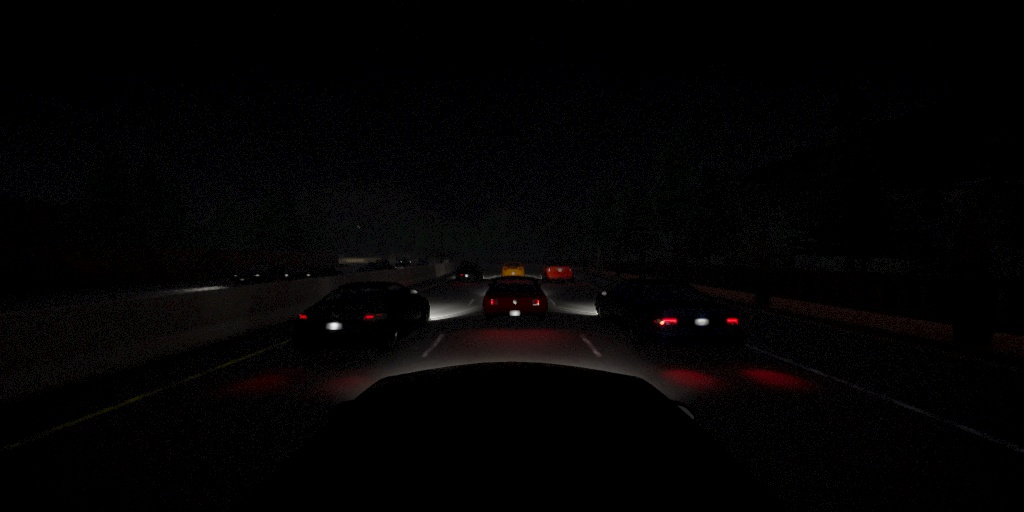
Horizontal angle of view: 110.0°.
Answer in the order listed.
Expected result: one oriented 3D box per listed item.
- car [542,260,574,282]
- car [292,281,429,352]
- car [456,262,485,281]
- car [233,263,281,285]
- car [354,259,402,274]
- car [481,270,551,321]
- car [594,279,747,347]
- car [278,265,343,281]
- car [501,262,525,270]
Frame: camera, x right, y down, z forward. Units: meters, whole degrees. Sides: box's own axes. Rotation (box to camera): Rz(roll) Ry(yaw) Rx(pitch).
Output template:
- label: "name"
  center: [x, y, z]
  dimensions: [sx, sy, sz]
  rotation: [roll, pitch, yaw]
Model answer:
- label: "car"
  center: [3.593, 1.089, 28.897]
  dimensions: [2.097, 1.767, 4.553]
  rotation: [0, 0, 0]
- label: "car"
  center: [-3.411, 1.311, 8.894]
  dimensions: [1.994, 1.385, 4.181]
  rotation: [0, 0, 0]
- label: "car"
  center: [-3.407, 1.241, 29.299]
  dimensions: [1.837, 1.490, 4.892]
  rotation: [0, 0, 0]
- label: "car"
  center: [-17.606, 1.263, 25.763]
  dimensions: [1.812, 1.442, 4.674]
  rotation: [0, 0, 0]
- label: "car"
  center: [-10.630, 1.228, 27.951]
  dimensions: [2.128, 1.511, 4.902]
  rotation: [0, 0, 0]
- label: "car"
  center: [0.095, 1.346, 12.449]
  dimensions: [1.895, 1.301, 4.718]
  rotation: [0, 0, 0]
- label: "car"
  center: [3.593, 1.294, 9.292]
  dimensions: [2.033, 1.411, 5.357]
  rotation: [0, 0, 0]
- label: "car"
  center: [-14.110, 1.339, 25.694]
  dimensions: [1.895, 1.301, 4.718]
  rotation: [0, 0, 0]
- label: "car"
  center: [0.086, 1.214, 30.744]
  dimensions: [1.882, 1.535, 5.008]
  rotation: [0, 0, 0]
